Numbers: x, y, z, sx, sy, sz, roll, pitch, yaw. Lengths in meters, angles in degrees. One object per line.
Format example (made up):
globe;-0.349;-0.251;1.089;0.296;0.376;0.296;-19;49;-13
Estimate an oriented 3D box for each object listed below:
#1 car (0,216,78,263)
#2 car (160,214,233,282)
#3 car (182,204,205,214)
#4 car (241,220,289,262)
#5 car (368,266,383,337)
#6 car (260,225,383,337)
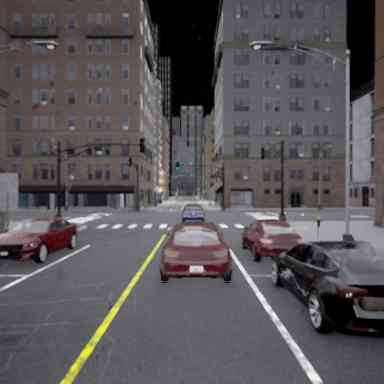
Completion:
car;-5.671;1.631;12.290;1.887;1.381;4.507;-1;0;0
car;0.105;1.595;9.853;1.812;1.442;4.674;0;0;0
car;0.106;1.739;27.570;2.033;1.411;5.357;0;0;0
car;2.874;1.668;12.287;1.802;1.307;4.206;-1;0;0
car;2.866;1.535;1.285;1.752;1.417;4.829;-1;0;0
car;2.871;1.613;6.701;1.947;1.339;4.313;-1;0;0
